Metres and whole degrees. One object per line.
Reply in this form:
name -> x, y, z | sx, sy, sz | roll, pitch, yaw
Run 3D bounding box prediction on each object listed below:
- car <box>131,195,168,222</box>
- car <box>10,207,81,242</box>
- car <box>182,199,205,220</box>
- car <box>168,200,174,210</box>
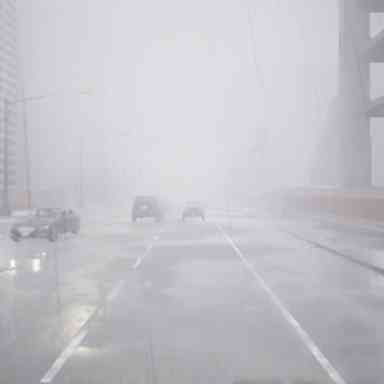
car -> -3.457, 1.269, 26.977 | 2.150, 2.045, 5.566 | 0, 0, 1
car -> -7.062, 1.519, 16.540 | 2.128, 1.511, 4.902 | 0, 0, 0
car -> 0.118, 1.573, 28.422 | 1.812, 1.442, 4.674 | 0, 0, 0
car -> -3.394, 1.672, 43.316 | 1.895, 1.301, 4.718 | 0, 0, 0
